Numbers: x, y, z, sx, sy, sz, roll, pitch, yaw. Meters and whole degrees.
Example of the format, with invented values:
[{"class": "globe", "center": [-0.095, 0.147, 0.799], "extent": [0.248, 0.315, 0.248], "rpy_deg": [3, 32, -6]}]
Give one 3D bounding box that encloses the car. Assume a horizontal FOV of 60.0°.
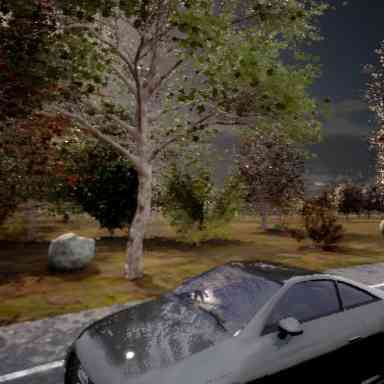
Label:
[{"class": "car", "center": [0.750, 1.568, 3.863], "extent": [4.181, 1.385, 1.994], "rpy_deg": [0, 0, -32]}]
